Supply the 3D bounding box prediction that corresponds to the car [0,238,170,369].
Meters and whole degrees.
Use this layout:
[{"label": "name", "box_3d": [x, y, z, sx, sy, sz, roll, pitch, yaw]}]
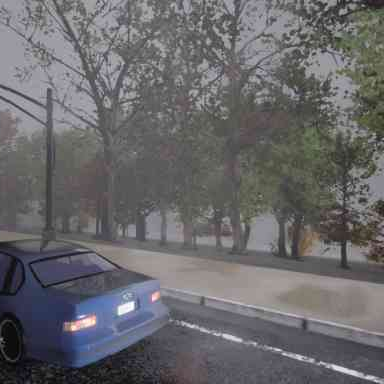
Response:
[{"label": "car", "box_3d": [-2.895, 1.546, 5.754, 5.357, 1.411, 2.033, 0, 0, 36]}]
